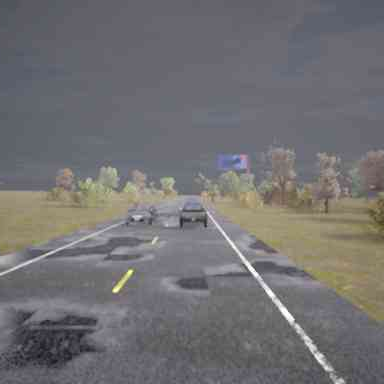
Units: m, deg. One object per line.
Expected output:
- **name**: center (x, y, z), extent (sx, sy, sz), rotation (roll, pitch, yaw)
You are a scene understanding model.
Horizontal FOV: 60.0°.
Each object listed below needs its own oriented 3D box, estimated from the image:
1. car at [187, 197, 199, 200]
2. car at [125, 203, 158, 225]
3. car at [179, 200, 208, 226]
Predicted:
- **car**: center (0.089, 1.437, 41.689), extent (2.097, 1.767, 4.553), rotation (0, 0, 0)
- **car**: center (-3.585, 1.538, 24.181), extent (2.128, 1.511, 4.902), rotation (0, 0, 0)
- **car**: center (0.094, 1.536, 23.417), extent (2.128, 1.511, 4.902), rotation (0, 0, 0)
